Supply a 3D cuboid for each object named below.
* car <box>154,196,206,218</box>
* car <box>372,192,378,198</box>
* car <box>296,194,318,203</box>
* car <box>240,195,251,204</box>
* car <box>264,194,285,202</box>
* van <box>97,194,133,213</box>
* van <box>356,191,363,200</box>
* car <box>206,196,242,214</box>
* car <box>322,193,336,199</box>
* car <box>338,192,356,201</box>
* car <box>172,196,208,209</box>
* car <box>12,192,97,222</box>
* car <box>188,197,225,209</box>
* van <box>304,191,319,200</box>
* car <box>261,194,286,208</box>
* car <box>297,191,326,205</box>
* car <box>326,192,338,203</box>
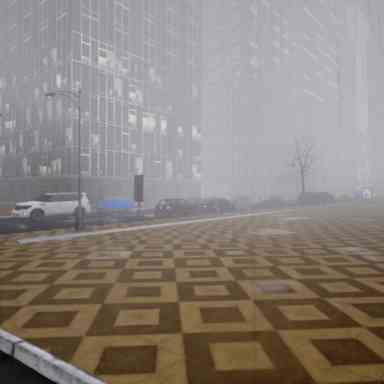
[{"bbox_3d":[-1.125,1.240,27.096,1.967,1.590,4.097,1,1,41],"label":"car"},{"bbox_3d":[43.151,0.704,79.641,1.801,1.575,5.366,0,1,41],"label":"car"},{"bbox_3d":[18.912,1.078,54.743,1.994,1.385,4.181,0,1,41],"label":"car"},{"bbox_3d":[7.202,1.148,49.934,1.947,1.339,4.313,1,1,41],"label":"car"},{"bbox_3d":[14.593,1.056,58.585,1.947,1.339,4.313,1,1,41],"label":"car"},{"bbox_3d":[-7.669,1.106,32.711,1.690,1.788,3.998,1,1,41],"label":"van"},{"bbox_3d":[35.735,0.683,70.424,1.690,1.788,3.998,1,1,41],"label":"van"},{"bbox_3d":[2.527,1.320,31.459,1.947,1.339,4.313,1,1,41],"label":"car"},{"bbox_3d":[33.070,0.828,80.212,1.947,1.339,4.313,1,1,41],"label":"car"},{"bbox_3d":[28.453,0.957,61.905,1.752,1.417,4.829,1,1,41],"label":"car"},{"bbox_3d":[-0.194,1.218,41.291,1.887,1.381,4.507,1,1,41],"label":"car"},{"bbox_3d":[-10.478,1.058,25.260,2.150,2.045,5.566,0,1,41],"label":"car"},{"bbox_3d":[1.813,1.284,39.637,1.895,1.301,4.718,0,1,41],"label":"car"},{"bbox_3d":[25.680,0.694,71.557,1.690,1.788,3.998,1,1,41],"label":"van"},{"bbox_3d":[9.866,1.244,40.151,1.802,1.307,4.206,1,1,41],"label":"car"},{"bbox_3d":[17.258,0.885,48.798,2.192,1.841,5.009,1,1,41],"label":"car"},{"bbox_3d":[20.953,0.839,53.123,2.192,1.841,5.009,1,1,41],"label":"car"}]
